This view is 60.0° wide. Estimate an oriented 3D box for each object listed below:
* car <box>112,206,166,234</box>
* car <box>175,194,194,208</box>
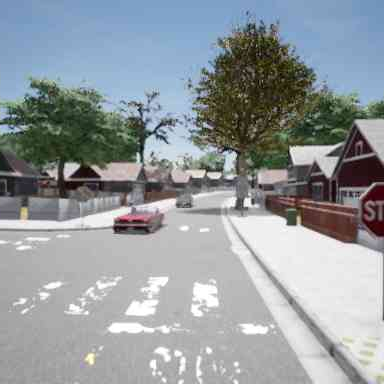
[{"bbox_3d":[-2.739,1.436,18.079,1.895,1.301,4.718,0,0,6],"label":"car"},{"bbox_3d":[-0.784,1.066,38.661,1.837,1.490,4.892,0,1,5],"label":"car"}]
